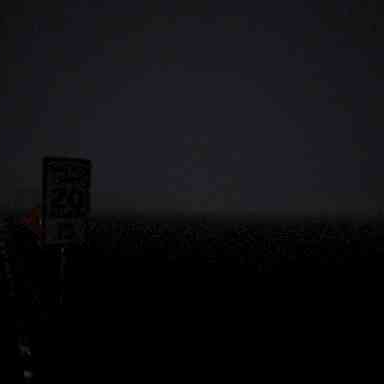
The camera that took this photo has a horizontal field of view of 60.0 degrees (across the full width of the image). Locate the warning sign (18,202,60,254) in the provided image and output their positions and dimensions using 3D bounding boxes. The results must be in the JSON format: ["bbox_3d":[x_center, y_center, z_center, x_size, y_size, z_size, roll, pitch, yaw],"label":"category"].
[{"bbox_3d":[-5.883,1.342,12.767,1.300,1.860,1.060,3,-2,-31],"label":"warning sign"}]
